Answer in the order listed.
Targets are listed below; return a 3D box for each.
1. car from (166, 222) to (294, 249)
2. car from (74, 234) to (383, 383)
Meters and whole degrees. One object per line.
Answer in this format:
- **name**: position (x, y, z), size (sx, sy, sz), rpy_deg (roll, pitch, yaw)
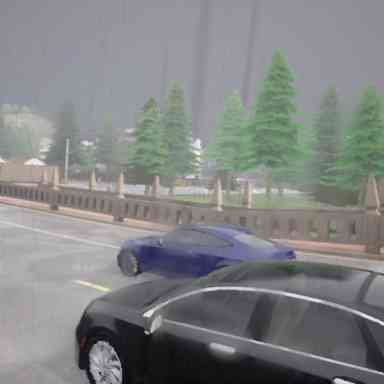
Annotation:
- **car**: position (0.211, 1.473, 8.136), size (4.674, 1.442, 1.812), rpy_deg (2, 1, 35)
- **car**: position (0.795, 1.500, 3.425), size (4.892, 1.490, 1.837), rpy_deg (0, 0, 35)
